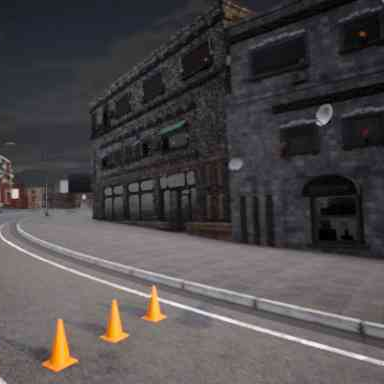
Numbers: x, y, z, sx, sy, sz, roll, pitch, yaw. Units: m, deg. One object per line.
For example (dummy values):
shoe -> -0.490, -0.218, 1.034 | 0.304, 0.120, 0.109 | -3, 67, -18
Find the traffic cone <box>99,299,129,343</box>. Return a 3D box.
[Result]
traffic cone -> -1.249, 2.025, 5.336 | 0.340, 0.580, 0.340 | 0, -1, 32

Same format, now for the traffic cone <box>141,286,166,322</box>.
traffic cone -> -0.714, 2.038, 6.177 | 0.340, 0.580, 0.340 | 0, -1, 33

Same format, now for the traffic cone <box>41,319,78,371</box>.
traffic cone -> -1.783, 2.011, 4.490 | 0.340, 0.580, 0.340 | 0, -1, 33
